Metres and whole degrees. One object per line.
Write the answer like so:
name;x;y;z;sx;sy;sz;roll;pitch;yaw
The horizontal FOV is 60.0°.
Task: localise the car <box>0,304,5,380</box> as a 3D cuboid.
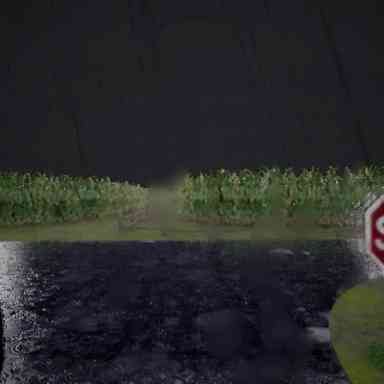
car;-2.777;1.494;1.376;1.882;1.535;5.008;1;-1;-3
